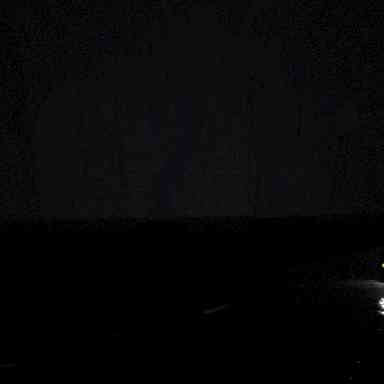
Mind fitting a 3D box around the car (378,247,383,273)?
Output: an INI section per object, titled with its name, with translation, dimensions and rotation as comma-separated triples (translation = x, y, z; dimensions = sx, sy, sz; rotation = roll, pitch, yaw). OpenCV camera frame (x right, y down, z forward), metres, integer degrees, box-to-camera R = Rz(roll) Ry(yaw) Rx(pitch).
[car]
translation = 6.932, 1.580, 9.142
dimensions = 4.181, 1.385, 1.994
rotation = 0, 0, -37
